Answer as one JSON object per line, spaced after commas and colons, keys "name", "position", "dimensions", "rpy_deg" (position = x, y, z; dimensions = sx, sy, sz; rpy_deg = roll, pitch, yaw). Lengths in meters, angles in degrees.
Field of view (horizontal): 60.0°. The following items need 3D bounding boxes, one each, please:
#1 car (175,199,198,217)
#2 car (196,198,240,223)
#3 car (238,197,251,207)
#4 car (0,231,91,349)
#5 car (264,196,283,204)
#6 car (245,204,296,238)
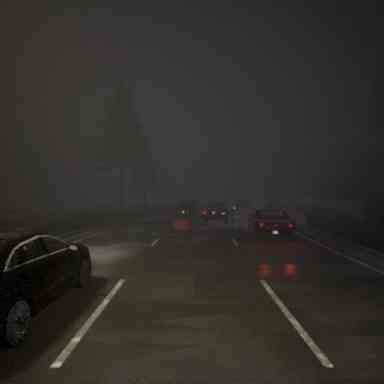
{"name": "car", "position": [-0.083, 1.411, 30.074], "dimensions": [1.837, 1.490, 4.892], "rpy_deg": [0, 0, 16]}
{"name": "car", "position": [2.114, 1.469, 25.095], "dimensions": [2.033, 1.411, 5.357], "rpy_deg": [0, 0, 15]}
{"name": "car", "position": [6.394, 1.361, 41.757], "dimensions": [2.128, 1.511, 4.902], "rpy_deg": [0, 0, 6]}
{"name": "car", "position": [-3.384, 1.472, 6.199], "dimensions": [2.128, 1.511, 4.902], "rpy_deg": [0, 0, 0]}
{"name": "car", "position": [9.620, 1.229, 39.196], "dimensions": [2.097, 1.767, 4.553], "rpy_deg": [0, 0, 12]}
{"name": "car", "position": [4.040, 1.546, 17.454], "dimensions": [1.895, 1.301, 4.718], "rpy_deg": [0, 0, 5]}
